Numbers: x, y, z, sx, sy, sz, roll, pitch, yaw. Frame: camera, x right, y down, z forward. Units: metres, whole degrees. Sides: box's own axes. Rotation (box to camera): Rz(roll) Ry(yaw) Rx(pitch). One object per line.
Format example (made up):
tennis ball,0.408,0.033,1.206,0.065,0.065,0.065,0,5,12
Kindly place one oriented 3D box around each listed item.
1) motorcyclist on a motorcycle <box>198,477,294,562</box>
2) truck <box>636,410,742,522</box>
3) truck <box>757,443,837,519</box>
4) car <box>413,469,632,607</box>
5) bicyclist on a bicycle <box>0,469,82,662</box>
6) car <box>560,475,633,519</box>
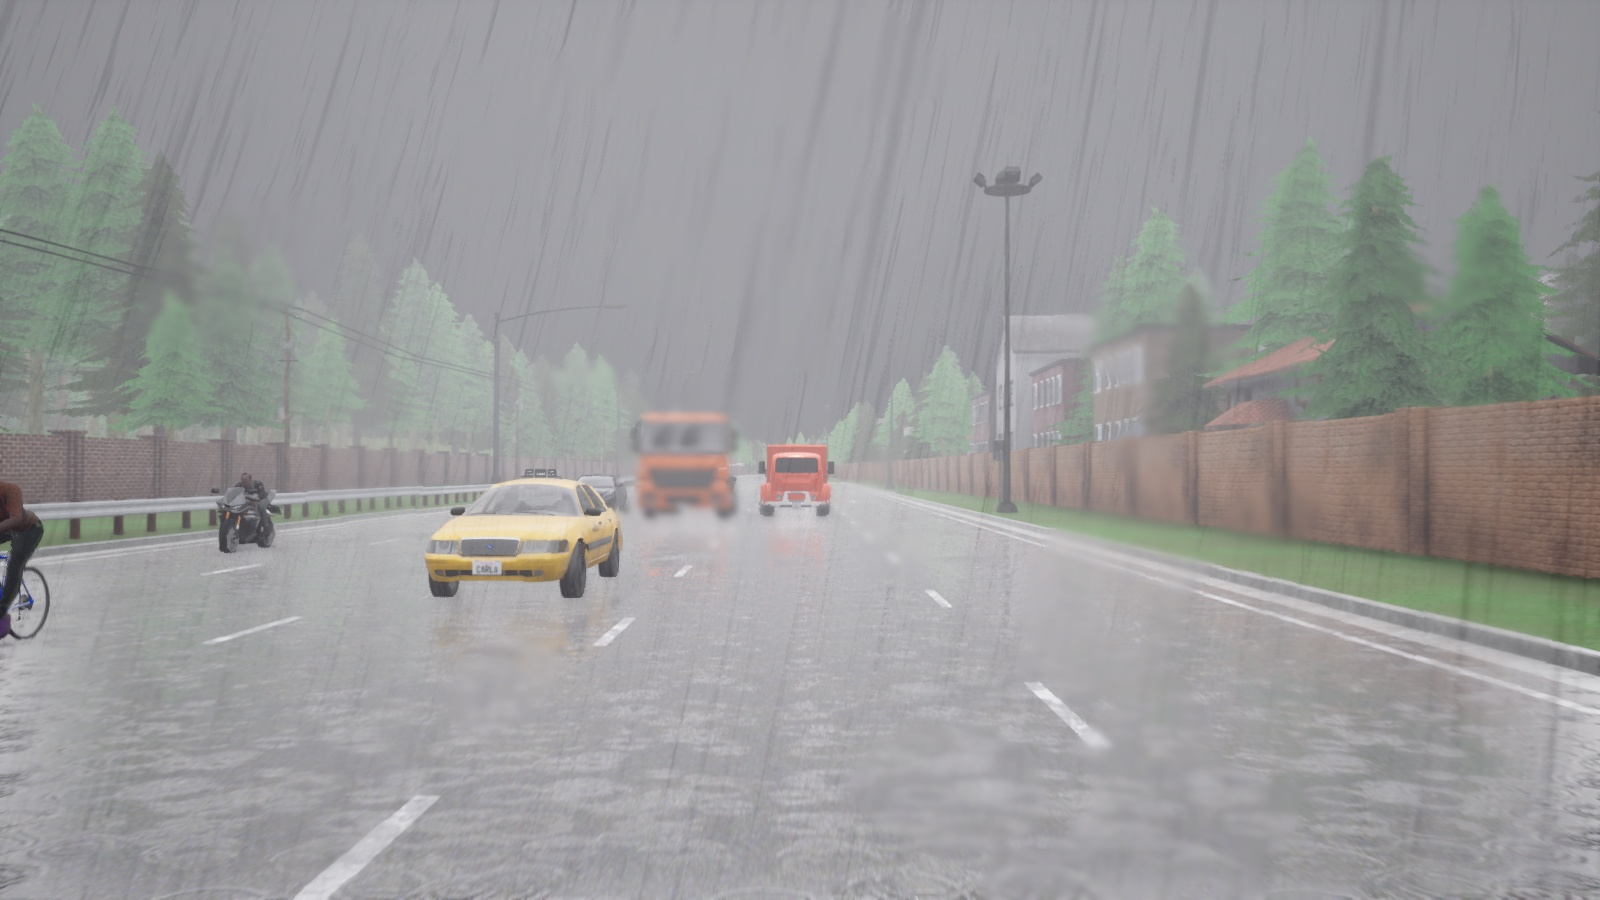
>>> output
motorcyclist on a motorcycle,-10.560,1.294,24.022,0.866,1.530,2.191,0,-1,0
truck,-3.610,0.561,42.664,2.891,3.462,7.936,0,-1,0
truck,-0.111,1.061,43.738,2.627,2.467,5.204,0,-1,0
car,-3.543,1.054,17.078,1.801,1.575,5.366,0,-1,0
bicyclist on a bicycle,-7.028,0.979,10.954,0.582,1.620,1.656,0,-1,0
car,-7.110,1.609,44.225,1.812,1.442,4.674,0,-1,0
